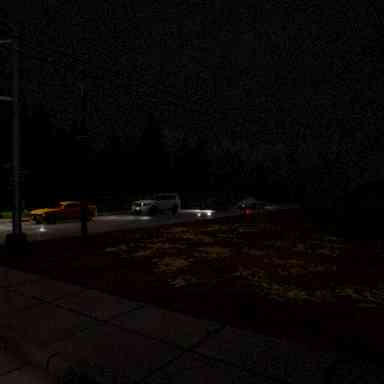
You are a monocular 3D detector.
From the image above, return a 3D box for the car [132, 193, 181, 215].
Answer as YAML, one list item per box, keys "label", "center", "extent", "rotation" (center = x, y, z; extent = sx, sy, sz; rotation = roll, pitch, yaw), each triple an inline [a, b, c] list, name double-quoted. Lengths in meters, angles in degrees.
- label: "car"
  center: [-3.425, 1.174, 33.246]
  extent: [2.150, 2.045, 5.566]
  rotation: [0, 0, 36]

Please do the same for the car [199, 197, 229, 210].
- label: "car"
  center: [2.799, 1.403, 41.602]
  extent: [1.837, 1.490, 4.892]
  rotation: [0, 0, 37]

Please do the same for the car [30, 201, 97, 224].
- label: "car"
  center: [-9.542, 1.484, 25.007]
  extent: [1.882, 1.535, 5.008]
  rotation: [0, 0, 37]

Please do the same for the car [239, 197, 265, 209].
- label: "car"
  center: [7.557, 1.399, 41.836]
  extent: [1.812, 1.442, 4.674]
  rotation: [0, 0, 37]
